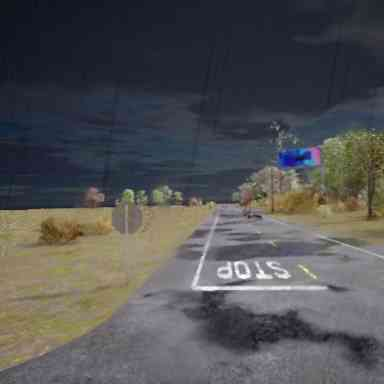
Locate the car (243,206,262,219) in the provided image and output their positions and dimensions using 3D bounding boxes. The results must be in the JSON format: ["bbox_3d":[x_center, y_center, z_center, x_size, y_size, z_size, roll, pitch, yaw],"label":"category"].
[{"bbox_3d":[8.862,3.063,47.269,2.033,1.411,5.357,-2,-2,6],"label":"car"}]

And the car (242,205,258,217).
[{"bbox_3d":[9.489,3.115,54.472,2.097,1.767,4.553,-2,-2,5],"label":"car"}]
